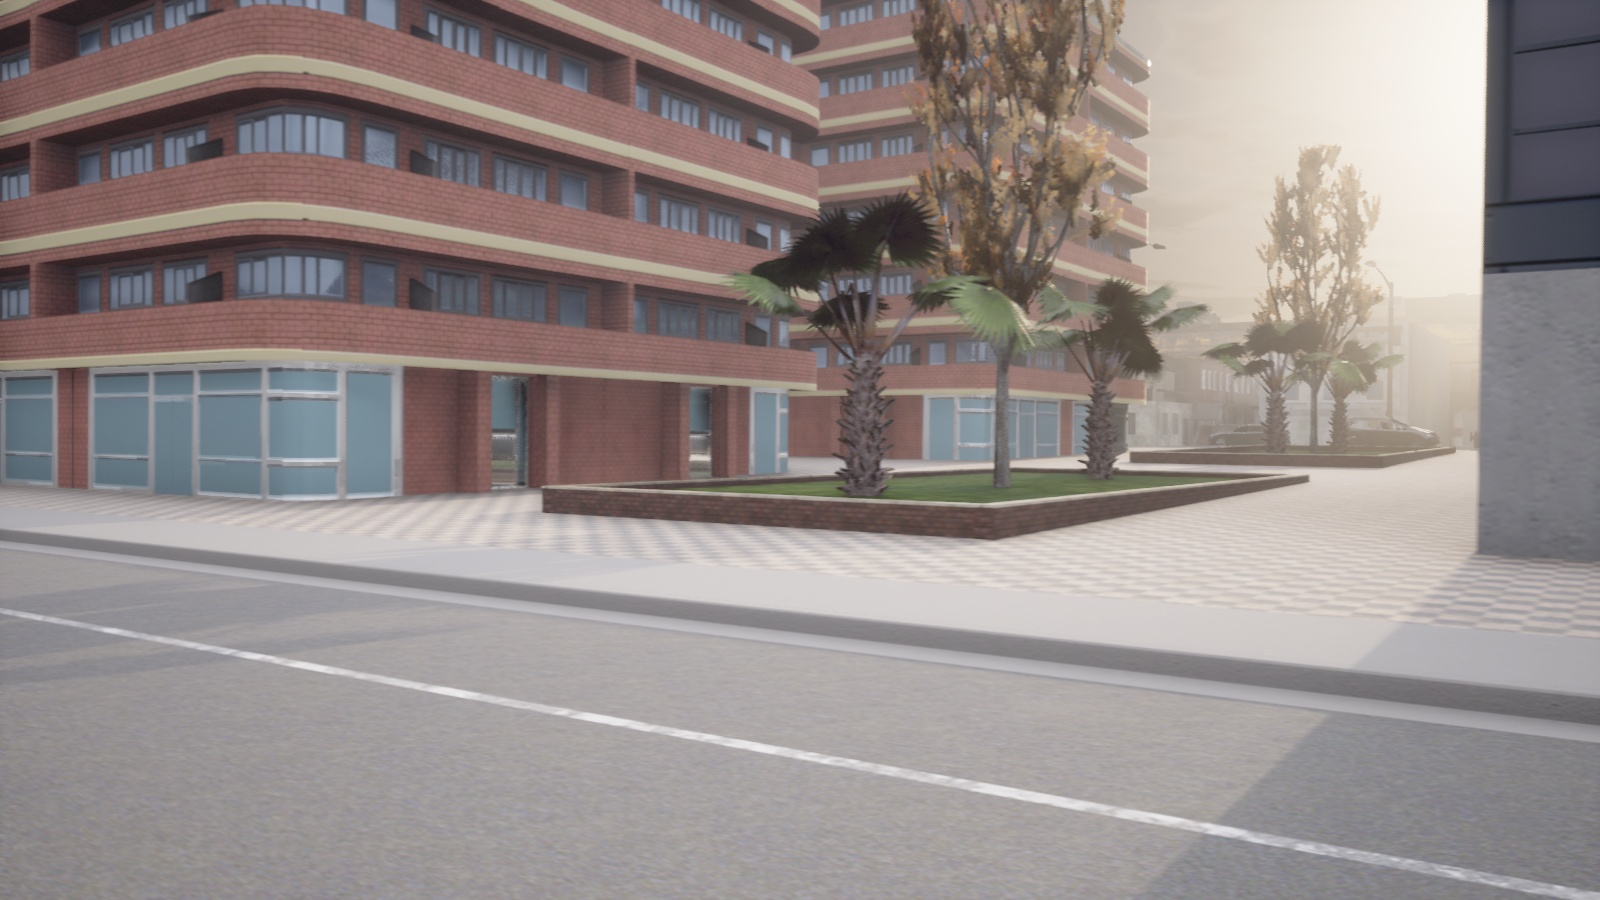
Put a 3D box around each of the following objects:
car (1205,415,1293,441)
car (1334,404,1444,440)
[{"bbox_3d":[28.184,-1.348,78.920,4.892,1.490,1.837,-1,0,34],"label":"car"},{"bbox_3d":[28.875,-1.357,61.586,4.611,1.667,2.242,0,1,34],"label":"car"}]
